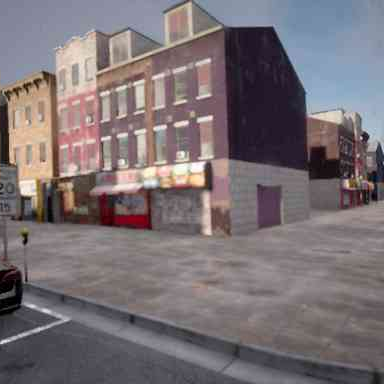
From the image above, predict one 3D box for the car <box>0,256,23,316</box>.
[{"bbox_3d":[-4.935,1.595,6.356,4.313,1.339,1.947,-1,-2,36],"label":"car"}]
